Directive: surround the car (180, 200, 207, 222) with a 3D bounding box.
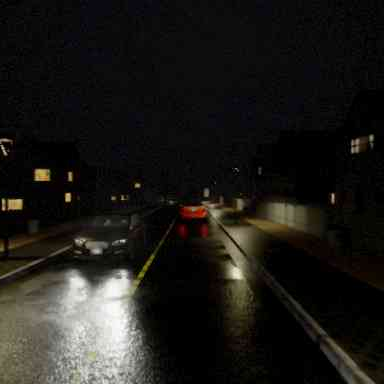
[{"bbox_3d":[0.095,1.401,27.030,2.097,1.767,4.553,0,0,0],"label":"car"}]

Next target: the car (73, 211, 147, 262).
[{"bbox_3d":[-2.825,1.508,12.322,2.128,1.511,4.902,0,0,0],"label":"car"}]

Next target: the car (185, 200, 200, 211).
[{"bbox_3d":[0.084,1.701,43.811,1.895,1.301,4.718,0,0,0],"label":"car"}]
